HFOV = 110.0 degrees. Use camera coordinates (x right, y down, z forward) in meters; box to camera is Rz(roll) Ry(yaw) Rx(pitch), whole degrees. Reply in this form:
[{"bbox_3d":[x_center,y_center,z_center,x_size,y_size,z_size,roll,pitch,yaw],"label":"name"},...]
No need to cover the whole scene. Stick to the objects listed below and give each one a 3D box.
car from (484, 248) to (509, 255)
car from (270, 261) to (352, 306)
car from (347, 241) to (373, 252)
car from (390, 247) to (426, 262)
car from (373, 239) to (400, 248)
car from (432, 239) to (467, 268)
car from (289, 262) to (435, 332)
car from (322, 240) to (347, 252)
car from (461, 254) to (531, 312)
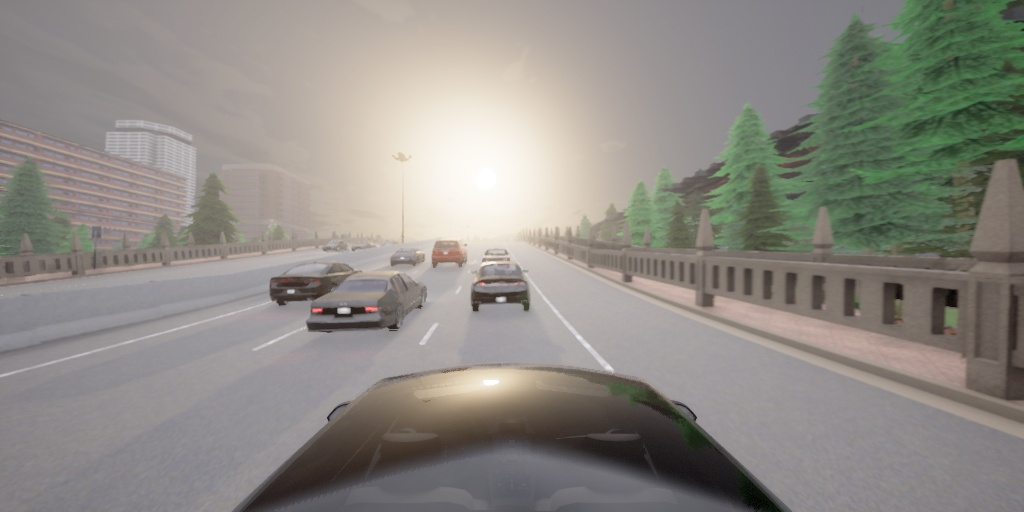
[{"bbox_3d":[-1.109,0.104,25.979,1.895,1.301,4.718,-1,4,-2],"label":"car"},{"bbox_3d":[-7.499,0.932,14.453,1.882,1.535,5.008,-1,3,-2],"label":"car"},{"bbox_3d":[-19.876,-1.339,47.935,1.994,1.385,4.181,-1,4,-3],"label":"car"},{"bbox_3d":[-8.225,-0.023,28.580,1.994,1.385,4.181,-1,5,-2],"label":"car"},{"bbox_3d":[-16.386,-1.482,48.159,2.128,1.511,4.902,-1,4,-3],"label":"car"},{"bbox_3d":[-4.674,-0.321,27.293,2.150,2.045,5.566,-1,5,-2],"label":"car"},{"bbox_3d":[-3.823,1.149,10.427,2.033,1.411,5.357,-1,2,-3],"label":"car"},{"bbox_3d":[-23.366,-1.323,47.662,1.837,1.490,4.892,-1,4,-3],"label":"car"},{"bbox_3d":[-0.413,0.926,12.665,2.128,1.511,4.902,-1,3,-2],"label":"car"}]
